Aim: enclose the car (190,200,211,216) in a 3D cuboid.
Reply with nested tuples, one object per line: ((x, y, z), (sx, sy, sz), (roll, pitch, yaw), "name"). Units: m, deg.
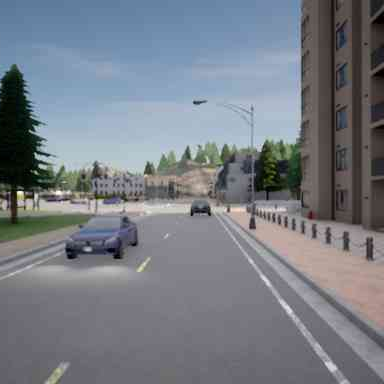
((0.919, 1.586, 35.715), (2.097, 1.767, 4.553), (0, 0, 1), "car")

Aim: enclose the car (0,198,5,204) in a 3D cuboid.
((-41.862, 1.785, 69.457), (5.027, 1.636, 2.152), (0, 0, 1), "car")

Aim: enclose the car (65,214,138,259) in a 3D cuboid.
((-3.311, 1.610, 13.094), (1.812, 1.442, 4.674), (0, 0, 1), "car")

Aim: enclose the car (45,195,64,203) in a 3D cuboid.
((-33.909, 1.852, 81.117), (3.633, 1.501, 1.845), (0, 0, 1), "car")

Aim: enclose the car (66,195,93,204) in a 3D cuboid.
((-23.205, 1.841, 68.867), (3.806, 1.475, 1.970), (0, 0, 1), "car")

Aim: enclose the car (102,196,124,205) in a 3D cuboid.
((-15.857, 1.812, 65.711), (3.633, 1.501, 1.845), (0, 0, 1), "car")

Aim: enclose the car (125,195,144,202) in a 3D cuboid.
((-15.279, 1.656, 84.288), (4.605, 1.855, 1.932), (0, 0, 1), "car")

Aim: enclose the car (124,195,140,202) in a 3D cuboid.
((-15.622, 1.654, 87.203), (3.866, 1.878, 1.905), (0, 0, 1), "car")
